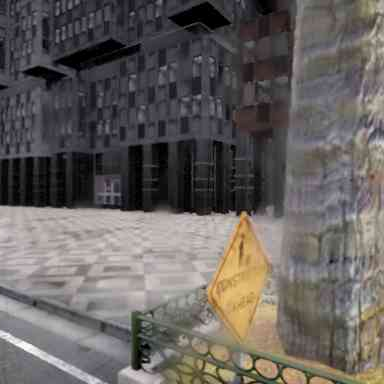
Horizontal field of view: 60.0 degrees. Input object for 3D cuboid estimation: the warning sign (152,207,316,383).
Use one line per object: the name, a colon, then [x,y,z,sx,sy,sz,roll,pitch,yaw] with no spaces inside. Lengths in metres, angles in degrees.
warning sign: [0.457,1.111,3.214,1.060,1.860,1.300,1,0,36]
